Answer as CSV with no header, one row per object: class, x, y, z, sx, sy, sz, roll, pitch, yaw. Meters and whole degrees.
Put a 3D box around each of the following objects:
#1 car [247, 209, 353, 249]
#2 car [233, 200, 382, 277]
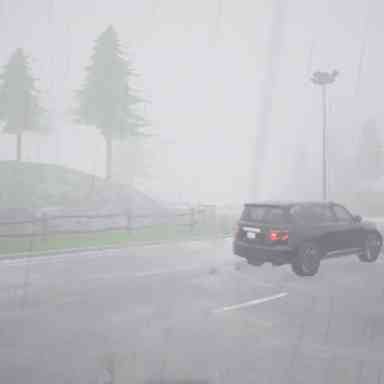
car,5.293,1.640,15.965,5.357,1.411,2.033,0,0,-35
car,3.832,1.285,10.688,5.566,2.045,2.150,0,0,-35
